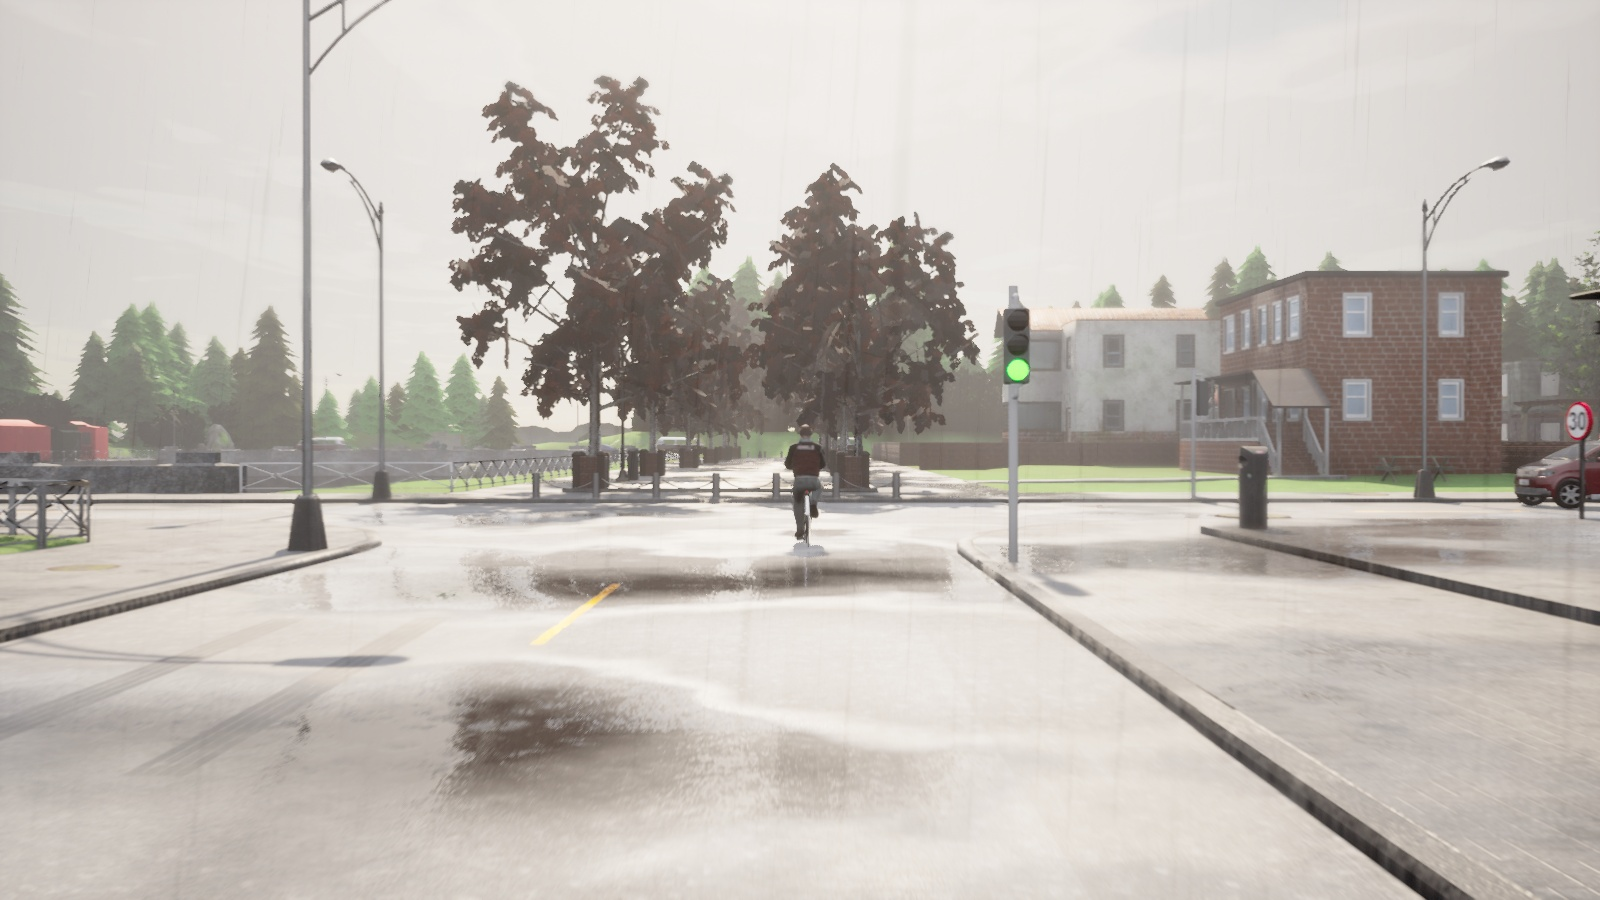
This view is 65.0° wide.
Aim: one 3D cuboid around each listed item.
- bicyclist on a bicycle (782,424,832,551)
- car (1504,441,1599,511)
[{"bbox_3d":[0.082,0.513,18.416,0.659,1.776,1.843,0,1,-2],"label":"bicyclist on a bicycle"},{"bbox_3d":[18.400,0.578,28.633,3.705,1.549,1.789,0,0,0],"label":"car"}]
